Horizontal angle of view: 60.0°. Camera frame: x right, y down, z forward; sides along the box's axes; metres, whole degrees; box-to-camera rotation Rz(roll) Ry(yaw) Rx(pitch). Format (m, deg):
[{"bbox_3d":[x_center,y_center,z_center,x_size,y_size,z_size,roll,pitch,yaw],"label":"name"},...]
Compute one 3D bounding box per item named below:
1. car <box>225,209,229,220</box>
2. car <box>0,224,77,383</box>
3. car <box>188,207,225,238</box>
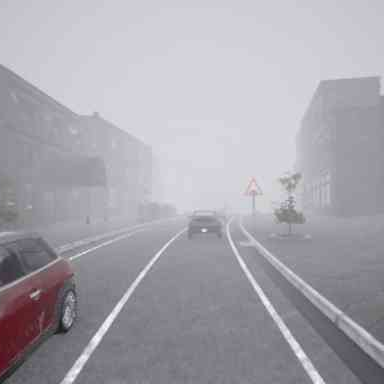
[{"bbox_3d":[3.093,2.448,37.784,2.033,1.411,5.357,-1,-2,10],"label":"car"},{"bbox_3d":[-3.025,1.372,3.779,2.097,1.767,4.553,0,0,1],"label":"car"},{"bbox_3d":[0.820,1.805,19.571,1.837,1.490,4.892,0,-2,4],"label":"car"}]
